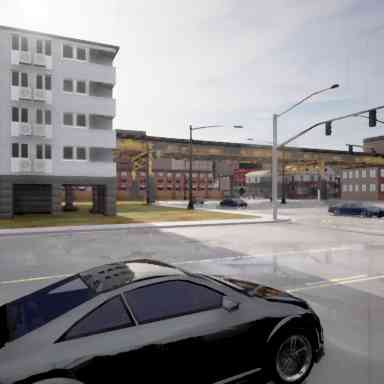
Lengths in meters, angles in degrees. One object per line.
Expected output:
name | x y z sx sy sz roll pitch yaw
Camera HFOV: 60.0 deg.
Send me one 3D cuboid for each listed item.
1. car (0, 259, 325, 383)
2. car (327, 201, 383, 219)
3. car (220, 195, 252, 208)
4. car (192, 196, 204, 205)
car | -0.379 1.564 4.054 4.181 1.385 1.994 0 0 -30
car | 14.689 1.547 29.647 2.033 1.411 5.357 0 0 -26
car | 5.965 1.548 48.003 2.033 1.411 5.357 0 0 -25
car | 1.012 1.526 61.177 1.812 1.442 4.674 0 0 -7
